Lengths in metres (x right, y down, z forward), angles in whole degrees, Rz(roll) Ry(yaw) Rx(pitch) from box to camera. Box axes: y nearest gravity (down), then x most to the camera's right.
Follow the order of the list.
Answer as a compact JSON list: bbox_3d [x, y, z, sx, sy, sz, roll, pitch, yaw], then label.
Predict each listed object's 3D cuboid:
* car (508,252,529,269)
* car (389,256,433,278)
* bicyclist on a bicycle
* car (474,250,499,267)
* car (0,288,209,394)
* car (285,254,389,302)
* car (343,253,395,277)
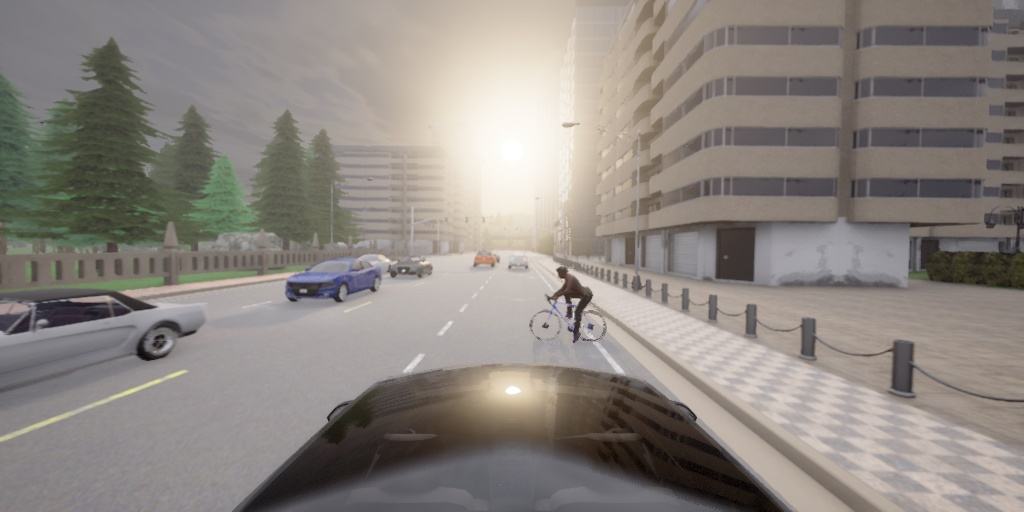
[{"bbox_3d":[0.619,0.481,35.372,1.812,1.442,4.674,1,1,1],"label":"car"},{"bbox_3d":[-6.736,0.686,24.405,1.994,1.385,4.181,1,1,1],"label":"car"},{"bbox_3d":[1.217,1.052,7.709,1.656,1.620,0.582,1,1,1],"label":"bicyclist on a bicycle"},{"bbox_3d":[-2.829,0.187,38.569,2.097,1.767,4.553,1,1,1],"label":"car"},{"bbox_3d":[-7.064,1.183,4.942,1.895,1.301,4.718,1,1,1],"label":"car"},{"bbox_3d":[-6.907,0.835,14.433,1.882,1.535,5.008,1,1,1],"label":"car"},{"bbox_3d":[-10.131,0.590,25.885,1.812,1.442,4.674,1,1,1],"label":"car"}]
